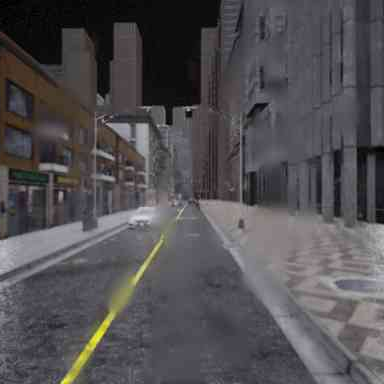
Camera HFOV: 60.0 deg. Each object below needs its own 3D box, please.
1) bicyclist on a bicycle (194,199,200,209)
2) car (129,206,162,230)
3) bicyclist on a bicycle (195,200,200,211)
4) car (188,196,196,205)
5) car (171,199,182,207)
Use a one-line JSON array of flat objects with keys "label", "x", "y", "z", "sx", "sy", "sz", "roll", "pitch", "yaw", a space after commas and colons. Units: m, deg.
[{"label": "bicyclist on a bicycle", "x": 0.823, "y": 2.037, "z": 55.657, "sx": 0.866, "sy": 1.612, "sz": 1.509, "roll": 0, "pitch": -1, "yaw": 0}, {"label": "car", "x": -3.098, "y": 1.743, "z": 22.925, "sx": 1.812, "sy": 1.442, "sz": 4.674, "roll": 0, "pitch": -1, "yaw": 0}, {"label": "bicyclist on a bicycle", "x": 0.828, "y": 1.943, "z": 46.660, "sx": 0.582, "sy": 1.620, "sz": 1.656, "roll": 0, "pitch": -1, "yaw": 0}, {"label": "car", "x": 0.003, "y": 2.352, "z": 76.777, "sx": 1.837, "sy": 1.490, "sz": 4.892, "roll": 0, "pitch": -1, "yaw": 0}, {"label": "car", "x": -3.009, "y": 2.205, "z": 64.513, "sx": 2.128, "sy": 1.511, "sz": 4.902, "roll": 0, "pitch": -1, "yaw": 0}]
